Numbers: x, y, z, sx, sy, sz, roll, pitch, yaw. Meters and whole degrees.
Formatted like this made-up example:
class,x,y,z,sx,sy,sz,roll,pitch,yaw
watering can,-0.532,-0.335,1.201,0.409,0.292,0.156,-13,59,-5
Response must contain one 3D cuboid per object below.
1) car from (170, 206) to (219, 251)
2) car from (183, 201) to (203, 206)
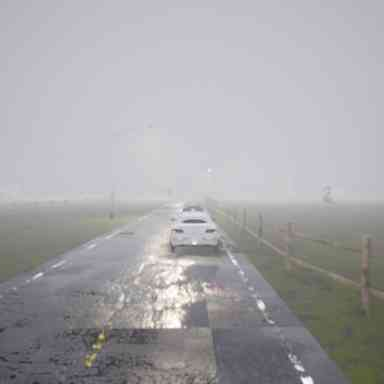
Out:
class,x,y,z,sx,sy,sz,roll,pitch,yaw
car,0.079,1.521,13.908,1.812,1.442,4.674,0,0,0
car,0.085,1.551,31.894,1.994,1.385,4.181,0,0,0
